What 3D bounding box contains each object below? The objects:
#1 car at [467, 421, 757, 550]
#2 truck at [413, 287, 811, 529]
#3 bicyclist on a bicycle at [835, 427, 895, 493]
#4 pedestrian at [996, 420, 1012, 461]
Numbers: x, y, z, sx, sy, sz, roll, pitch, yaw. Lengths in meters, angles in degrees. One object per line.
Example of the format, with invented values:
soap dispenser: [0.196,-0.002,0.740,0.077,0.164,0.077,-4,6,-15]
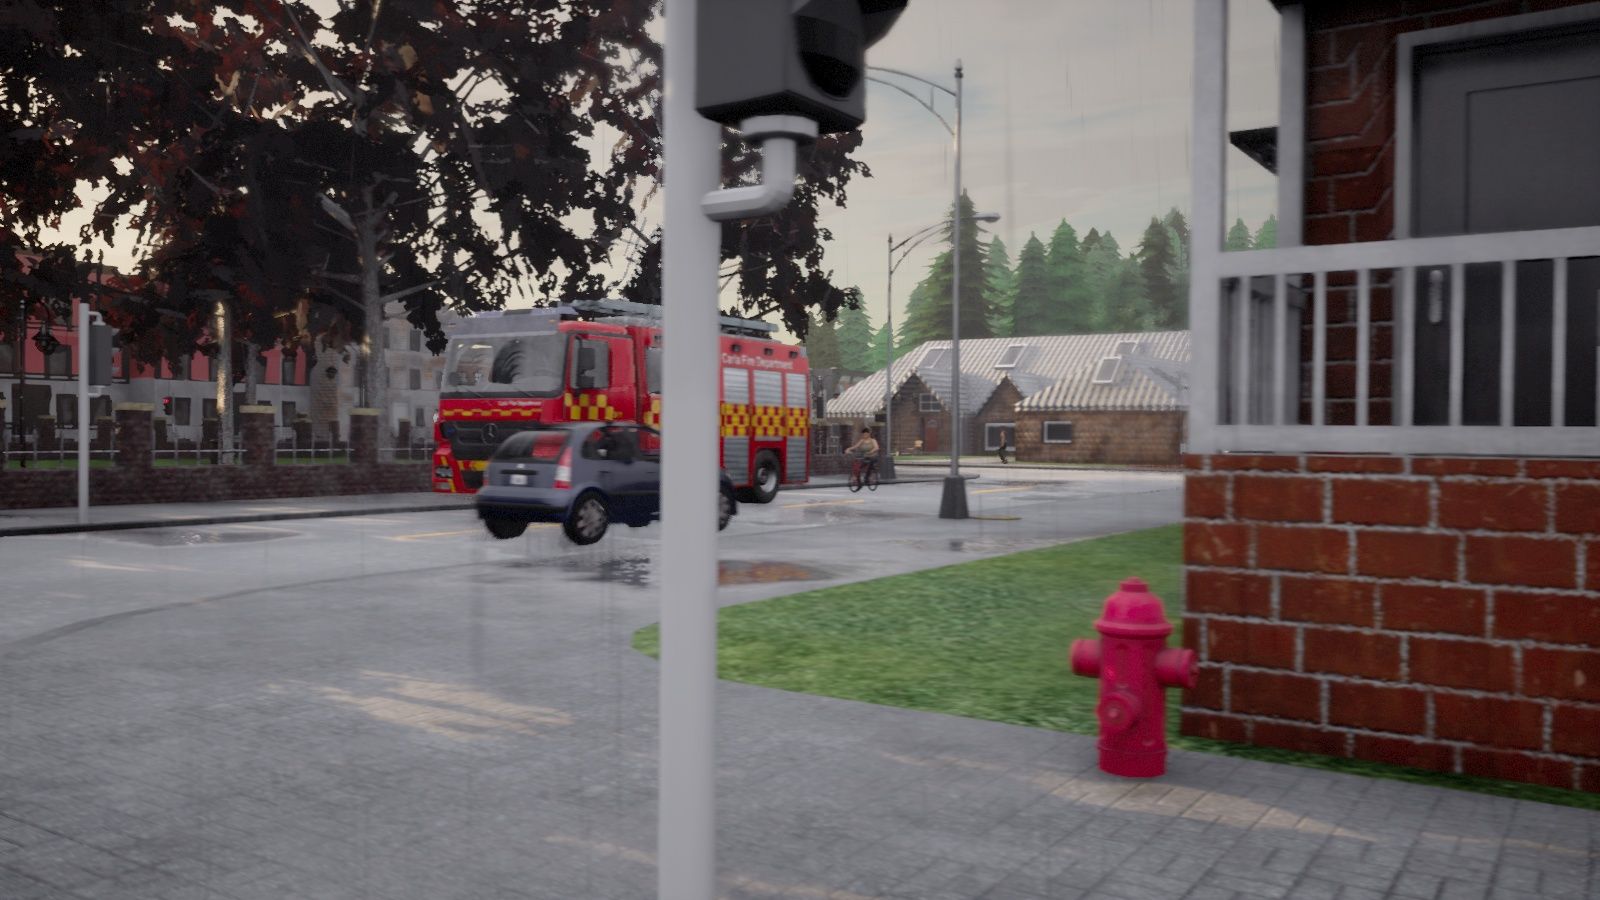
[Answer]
car: [-2.533,0.409,17.820,1.851,1.617,3.988,0,1,34]
truck: [-3.167,-0.736,24.277,2.891,3.827,8.468,0,1,30]
bicyclist on a bicycle: [1.646,0.223,31.490,0.866,1.612,1.509,0,1,32]
pedestrian: [9.448,-0.439,58.173,0.634,1.846,0.331,0,1,29]
